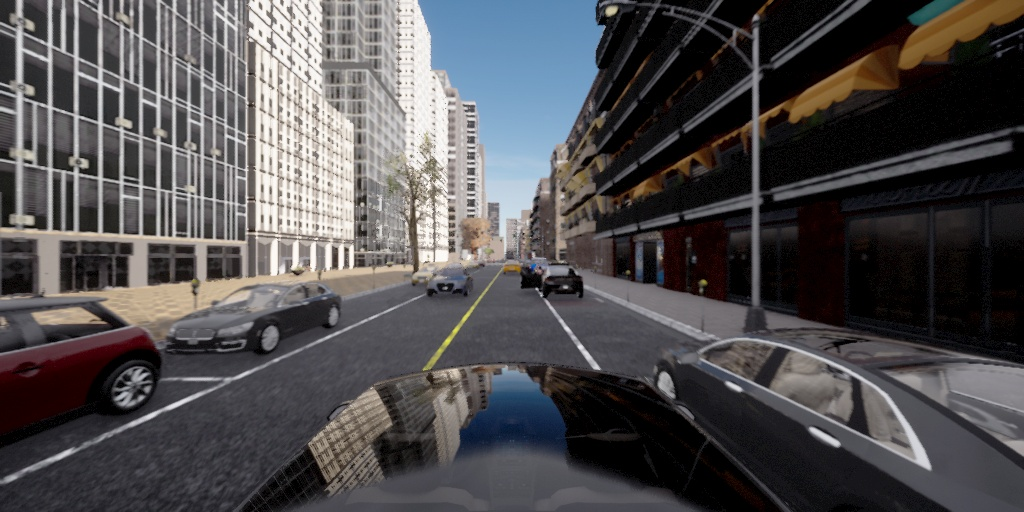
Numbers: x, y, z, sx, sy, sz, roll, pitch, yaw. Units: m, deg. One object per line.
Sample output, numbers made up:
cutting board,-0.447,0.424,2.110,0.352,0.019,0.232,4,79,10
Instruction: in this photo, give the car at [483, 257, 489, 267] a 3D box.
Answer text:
car,-5.677,1.271,63.907,1.888,1.381,4.507,0,0,0

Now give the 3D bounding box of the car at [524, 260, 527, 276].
car,2.698,1.166,41.774,1.967,1.591,4.097,0,0,0

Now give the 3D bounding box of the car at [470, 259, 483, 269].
car,-5.679,1.250,52.672,1.751,1.417,4.829,0,0,0

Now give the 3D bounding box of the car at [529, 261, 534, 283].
car,2.696,1.311,30.709,1.802,1.307,4.207,0,0,0

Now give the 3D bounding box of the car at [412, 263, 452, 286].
car,-5.686,1.257,25.008,1.751,1.417,4.829,0,0,0

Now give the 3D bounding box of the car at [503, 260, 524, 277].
car,0.033,1.205,40.413,1.882,1.535,5.008,0,0,0

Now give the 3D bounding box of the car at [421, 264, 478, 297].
car,-3.094,1.299,18.658,1.994,1.385,4.181,0,0,0

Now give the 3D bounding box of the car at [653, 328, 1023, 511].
car,2.690,1.299,3.047,2.007,1.370,4.403,0,0,0

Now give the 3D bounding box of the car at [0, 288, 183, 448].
car,-5.691,1.189,3.049,1.967,1.591,4.097,0,0,0

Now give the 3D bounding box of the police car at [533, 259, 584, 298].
police car,2.371,1.160,18.423,1.930,1.638,5.238,0,0,0

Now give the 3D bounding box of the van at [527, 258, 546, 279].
van,2.697,1.069,36.241,1.690,1.789,3.998,0,0,0

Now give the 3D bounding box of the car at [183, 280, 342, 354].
car,-5.690,1.294,8.581,2.007,1.370,4.403,0,0,0
